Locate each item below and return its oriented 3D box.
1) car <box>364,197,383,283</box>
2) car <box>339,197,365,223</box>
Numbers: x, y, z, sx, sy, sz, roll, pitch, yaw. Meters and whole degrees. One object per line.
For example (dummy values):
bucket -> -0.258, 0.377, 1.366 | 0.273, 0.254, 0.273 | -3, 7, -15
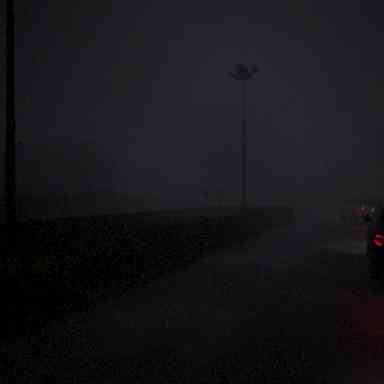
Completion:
car -> 6.240, 1.275, 9.475 | 2.150, 2.045, 5.566 | -1, 0, 27
car -> 13.651, 1.390, 26.828 | 2.150, 2.045, 5.566 | 0, 0, 10
